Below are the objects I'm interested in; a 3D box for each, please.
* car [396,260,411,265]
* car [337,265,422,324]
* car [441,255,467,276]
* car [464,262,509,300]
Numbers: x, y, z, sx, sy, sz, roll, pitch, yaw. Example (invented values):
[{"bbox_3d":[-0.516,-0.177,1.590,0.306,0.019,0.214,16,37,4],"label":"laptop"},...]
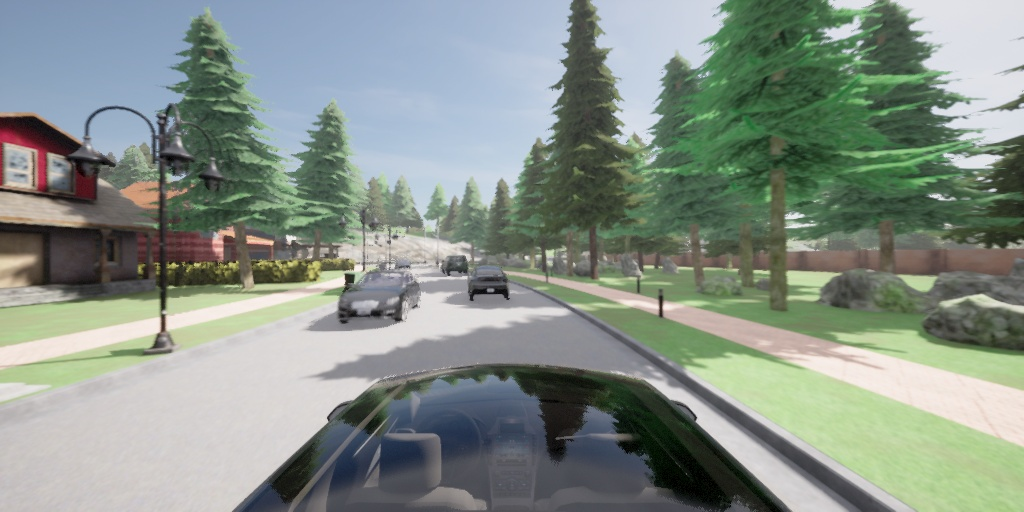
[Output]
[{"bbox_3d":[-16.149,1.314,53.038,2.033,1.411,5.357,0,0,-24],"label":"car"},{"bbox_3d":[-4.279,1.250,12.199,2.128,1.511,4.902,0,0,-6],"label":"car"},{"bbox_3d":[-6.104,0.957,38.066,2.150,2.045,5.566,0,0,-19],"label":"car"},{"bbox_3d":[-1.267,1.242,17.840,1.837,1.490,4.892,0,0,-8],"label":"car"}]
